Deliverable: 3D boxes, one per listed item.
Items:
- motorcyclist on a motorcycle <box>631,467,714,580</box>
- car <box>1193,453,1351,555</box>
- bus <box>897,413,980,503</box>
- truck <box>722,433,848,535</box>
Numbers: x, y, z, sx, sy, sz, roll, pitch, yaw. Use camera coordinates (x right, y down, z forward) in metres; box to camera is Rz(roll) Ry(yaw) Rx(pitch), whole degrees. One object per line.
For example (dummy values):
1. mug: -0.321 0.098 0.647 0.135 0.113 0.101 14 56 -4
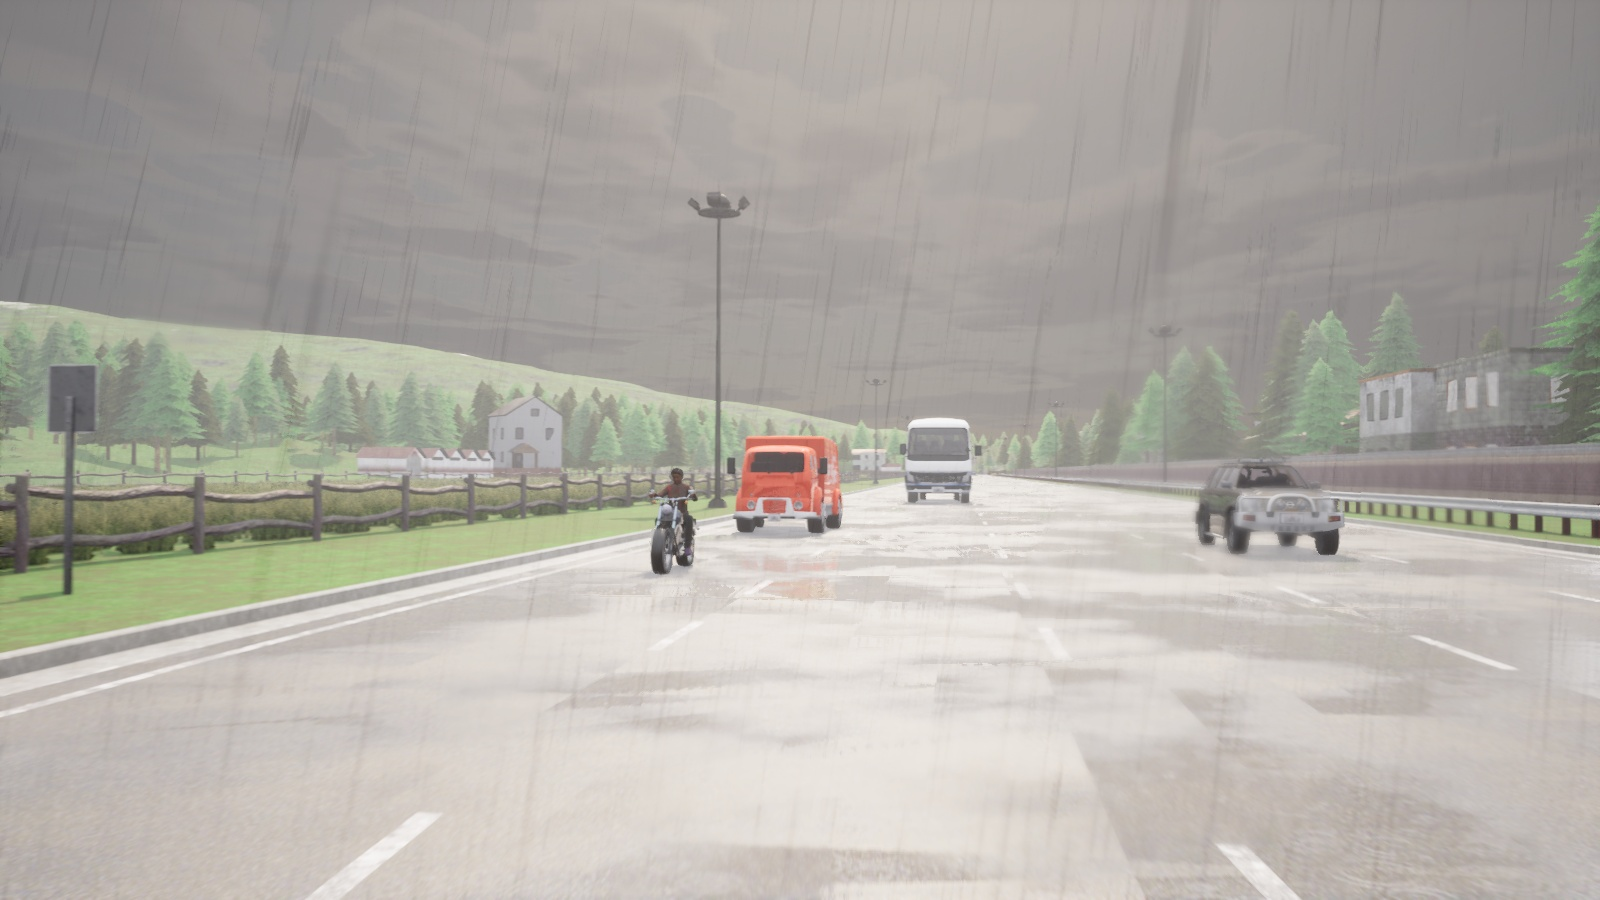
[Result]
1. motorcyclist on a motorcycle: -1.956 1.100 19.624 0.766 1.649 2.350 0 -1 7
2. car: 9.326 1.019 25.229 1.932 1.855 4.605 0 -1 7
3. bus: 7.263 0.501 65.153 3.944 4.253 10.273 0 -1 7
4. truck: -0.283 0.890 33.010 2.627 2.467 5.204 0 -2 7
